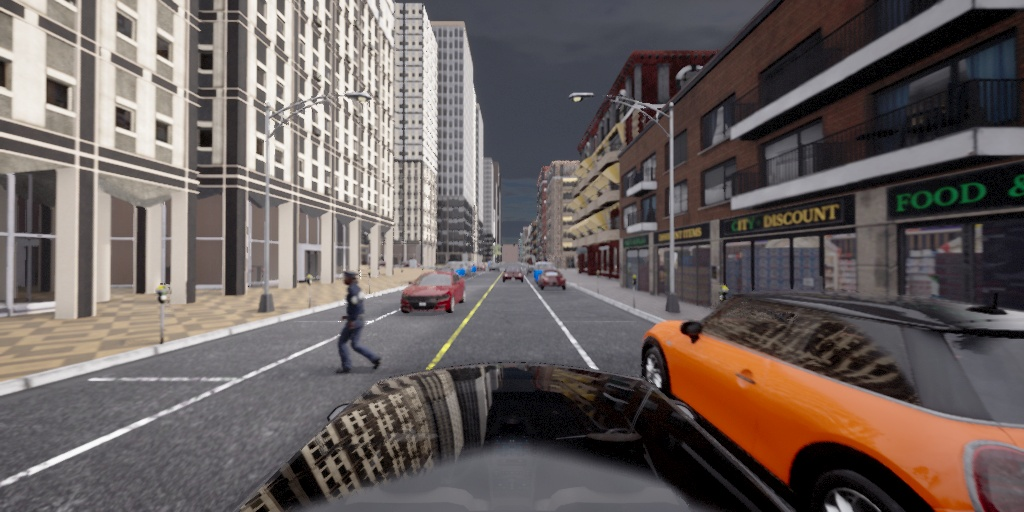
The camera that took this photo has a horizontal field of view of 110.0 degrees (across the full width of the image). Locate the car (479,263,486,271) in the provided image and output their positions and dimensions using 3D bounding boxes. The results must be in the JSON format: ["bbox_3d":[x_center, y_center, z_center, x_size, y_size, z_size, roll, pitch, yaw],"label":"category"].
[{"bbox_3d":[-5.671,1.914,64.225,1.967,1.591,4.097,0,0,0],"label":"car"}]

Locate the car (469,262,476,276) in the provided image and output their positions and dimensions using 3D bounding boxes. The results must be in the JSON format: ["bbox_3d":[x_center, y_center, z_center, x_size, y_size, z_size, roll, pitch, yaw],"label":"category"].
[{"bbox_3d":[-5.678,1.757,41.632,2.007,1.370,4.403,0,0,0],"label":"car"}]

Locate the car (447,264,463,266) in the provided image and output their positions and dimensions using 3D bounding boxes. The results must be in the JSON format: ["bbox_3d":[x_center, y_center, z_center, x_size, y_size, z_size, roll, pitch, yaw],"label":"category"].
[{"bbox_3d":[-5.681,1.641,30.336,1.948,1.339,4.313,0,0,0],"label":"car"}]

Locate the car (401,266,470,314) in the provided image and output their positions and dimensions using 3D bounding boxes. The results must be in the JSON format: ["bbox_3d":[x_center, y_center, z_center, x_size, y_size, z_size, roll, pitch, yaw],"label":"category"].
[{"bbox_3d":[-3.096,1.377,14.903,1.882,1.535,5.008,0,0,0],"label":"car"}]

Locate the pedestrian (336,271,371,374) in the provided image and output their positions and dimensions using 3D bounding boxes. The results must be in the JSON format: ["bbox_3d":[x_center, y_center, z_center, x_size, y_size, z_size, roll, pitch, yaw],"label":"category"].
[{"bbox_3d":[-2.764,1.095,6.243,0.375,1.860,0.375,0,-1,-2],"label":"pedestrian"}]

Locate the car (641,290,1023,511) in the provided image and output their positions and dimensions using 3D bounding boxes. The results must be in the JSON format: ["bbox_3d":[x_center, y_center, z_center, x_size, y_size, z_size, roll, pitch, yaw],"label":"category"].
[{"bbox_3d":[3.001,1.123,3.637,2.097,1.767,4.553,0,-1,0],"label":"car"}]

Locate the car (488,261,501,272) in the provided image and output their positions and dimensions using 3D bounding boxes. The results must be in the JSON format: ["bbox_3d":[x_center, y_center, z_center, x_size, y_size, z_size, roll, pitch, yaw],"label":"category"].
[{"bbox_3d":[-2.987,1.949,61.170,1.837,1.490,4.892,0,-1,0],"label":"car"}]

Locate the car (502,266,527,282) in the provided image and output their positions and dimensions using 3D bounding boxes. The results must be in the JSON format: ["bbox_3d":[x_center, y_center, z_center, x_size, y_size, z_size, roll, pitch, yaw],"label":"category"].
[{"bbox_3d":[0.100,1.708,33.115,1.895,1.301,4.718,0,-1,0],"label":"car"}]

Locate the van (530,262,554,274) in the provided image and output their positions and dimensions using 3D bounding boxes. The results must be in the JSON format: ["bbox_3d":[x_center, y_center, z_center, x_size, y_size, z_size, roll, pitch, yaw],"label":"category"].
[{"bbox_3d":[2.699,1.416,30.333,1.690,1.789,3.998,0,0,0],"label":"van"}]

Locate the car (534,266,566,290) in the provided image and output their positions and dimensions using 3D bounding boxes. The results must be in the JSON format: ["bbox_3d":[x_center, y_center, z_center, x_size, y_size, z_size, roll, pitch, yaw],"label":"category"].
[{"bbox_3d":[2.697,1.592,24.685,1.802,1.307,4.207,0,0,0],"label":"car"}]

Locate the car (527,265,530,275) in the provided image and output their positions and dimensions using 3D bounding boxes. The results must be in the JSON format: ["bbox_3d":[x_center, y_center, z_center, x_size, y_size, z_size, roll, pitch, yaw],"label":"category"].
[{"bbox_3d":[2.704,1.823,47.277,2.007,1.370,4.403,0,0,0],"label":"car"}]

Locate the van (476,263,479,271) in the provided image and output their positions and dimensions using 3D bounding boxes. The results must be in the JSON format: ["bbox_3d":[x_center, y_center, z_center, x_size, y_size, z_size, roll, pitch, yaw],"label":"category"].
[{"bbox_3d":[-5.676,1.614,47.281,1.690,1.789,3.998,0,0,0],"label":"van"}]

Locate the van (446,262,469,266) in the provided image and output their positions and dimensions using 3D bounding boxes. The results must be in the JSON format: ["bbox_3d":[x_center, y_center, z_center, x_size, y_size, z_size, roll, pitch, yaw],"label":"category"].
[{"bbox_3d":[-5.680,1.481,35.984,1.690,1.789,3.998,0,0,0],"label":"van"}]
